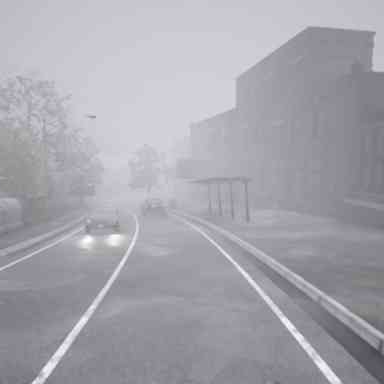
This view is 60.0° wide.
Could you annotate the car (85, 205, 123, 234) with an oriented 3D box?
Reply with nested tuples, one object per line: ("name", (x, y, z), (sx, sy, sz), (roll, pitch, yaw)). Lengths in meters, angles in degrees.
("car", (-5.189, 1.558, 20.021), (1.812, 1.442, 4.674), (-1, 0, -8))

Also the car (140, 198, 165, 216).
("car", (-3.951, 1.327, 32.627), (2.097, 1.767, 4.553), (-1, 0, -13))
